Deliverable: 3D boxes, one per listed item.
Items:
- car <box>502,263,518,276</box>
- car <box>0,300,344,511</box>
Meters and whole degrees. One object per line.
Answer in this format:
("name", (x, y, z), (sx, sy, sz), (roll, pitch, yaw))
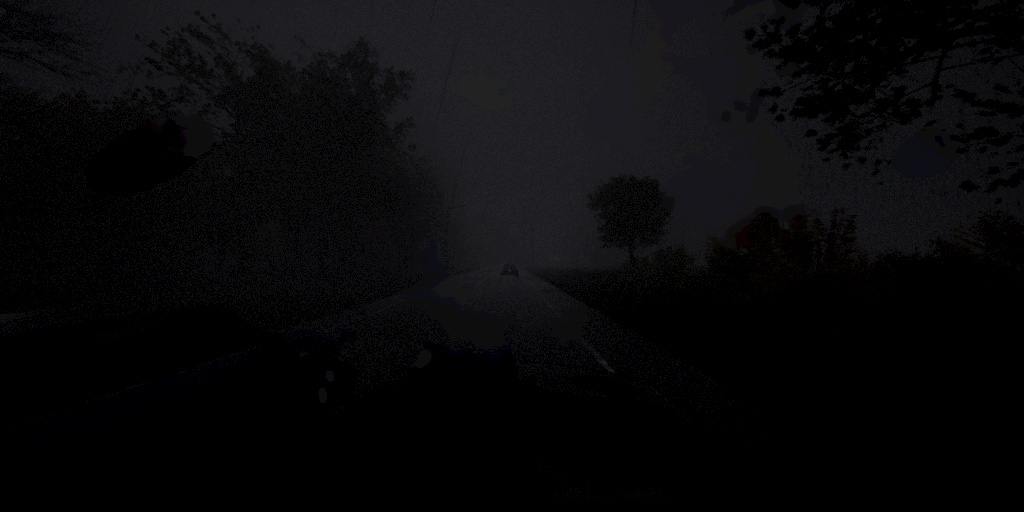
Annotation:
("car", (-0.292, 1.710, 44.656), (1.994, 1.385, 4.181), (-1, -1, -1))
("car", (-3.416, 1.180, 3.232), (2.097, 1.767, 4.553), (-1, -1, -1))
